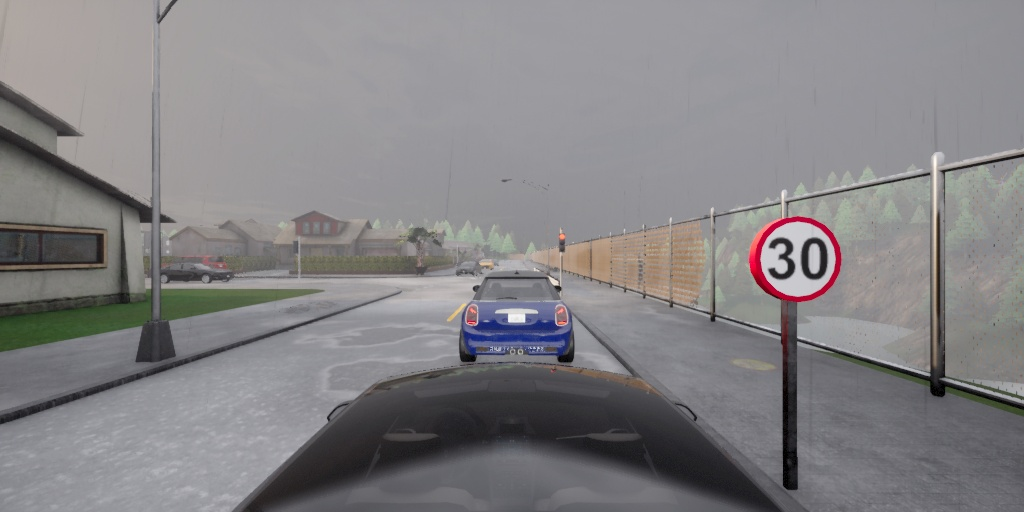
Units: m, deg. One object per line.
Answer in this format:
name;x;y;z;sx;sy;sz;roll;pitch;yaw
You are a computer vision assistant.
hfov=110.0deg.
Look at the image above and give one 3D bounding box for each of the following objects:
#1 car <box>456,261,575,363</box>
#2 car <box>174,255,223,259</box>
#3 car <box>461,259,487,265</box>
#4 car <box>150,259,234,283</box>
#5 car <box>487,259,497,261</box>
car;0.117;1.102;8.357;2.097;1.767;4.553;0;0;1
car;-27.757;0.971;30.919;5.566;2.045;2.150;0;0;1
car;-4.205;1.255;36.167;1.837;1.490;4.892;0;0;8
car;-23.612;1.228;26.708;5.008;1.535;1.882;0;0;1
car;-3.651;1.228;51.222;1.882;1.535;5.008;0;1;1
